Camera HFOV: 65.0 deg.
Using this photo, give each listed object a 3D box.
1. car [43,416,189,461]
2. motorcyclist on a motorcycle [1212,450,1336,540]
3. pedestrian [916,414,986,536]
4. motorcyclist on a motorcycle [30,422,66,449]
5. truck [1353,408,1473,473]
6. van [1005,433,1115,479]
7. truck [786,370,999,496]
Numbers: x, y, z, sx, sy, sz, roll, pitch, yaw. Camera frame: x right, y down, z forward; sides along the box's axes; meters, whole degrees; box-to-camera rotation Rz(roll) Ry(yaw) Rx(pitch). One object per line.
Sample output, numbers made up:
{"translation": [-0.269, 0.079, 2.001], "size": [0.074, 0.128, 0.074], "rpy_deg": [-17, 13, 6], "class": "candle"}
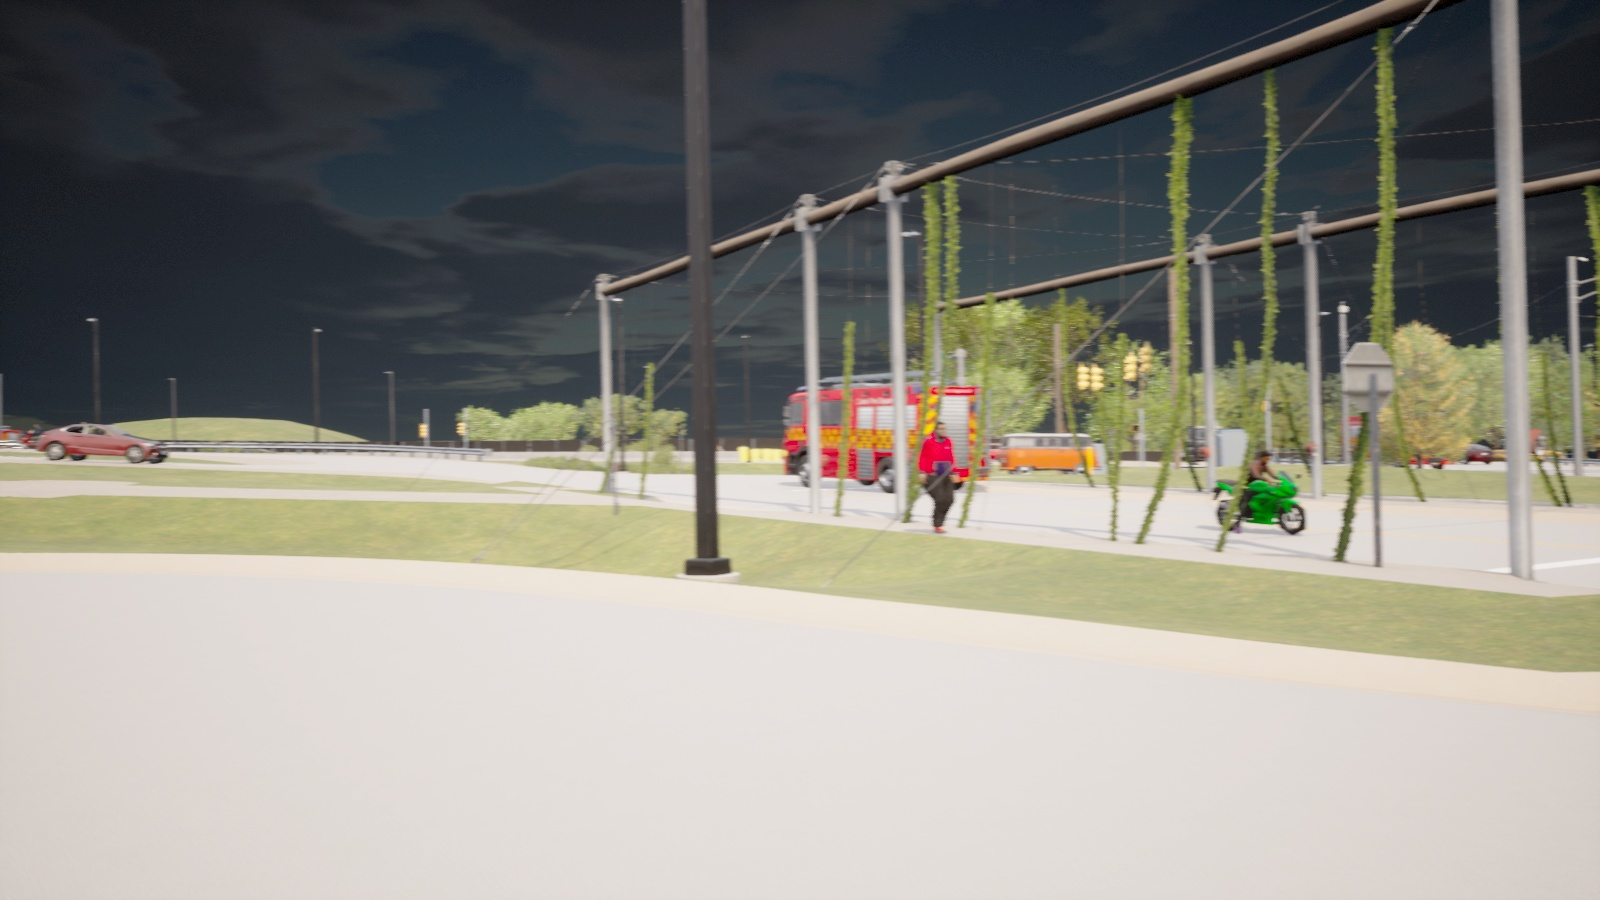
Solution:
{"translation": [-29.504, -0.480, 54.293], "size": [5.027, 1.651, 2.152], "rpy_deg": [3, -1, -3], "class": "car"}
{"translation": [8.560, 0.778, 22.747], "size": [0.797, 1.523, 2.044], "rpy_deg": [-1, 1, -31], "class": "motorcyclist on a motorcycle"}
{"translation": [2.340, 0.379, 19.493], "size": [0.634, 1.844, 0.899], "rpy_deg": [-1, -1, -29], "class": "pedestrian"}
{"translation": [-47.491, -0.912, 79.343], "size": [1.817, 1.590, 0.866], "rpy_deg": [2, 1, -24], "class": "motorcyclist on a motorcycle"}
{"translation": [38.147, -0.650, 78.560], "size": [2.891, 3.827, 8.468], "rpy_deg": [0, 1, -4], "class": "truck"}
{"translation": [11.525, 0.263, 55.858], "size": [4.442, 1.987, 1.775], "rpy_deg": [0, -1, -6], "class": "van"}
{"translation": [2.865, -0.589, 42.360], "size": [2.891, 3.827, 8.468], "rpy_deg": [-1, 1, -30], "class": "truck"}
